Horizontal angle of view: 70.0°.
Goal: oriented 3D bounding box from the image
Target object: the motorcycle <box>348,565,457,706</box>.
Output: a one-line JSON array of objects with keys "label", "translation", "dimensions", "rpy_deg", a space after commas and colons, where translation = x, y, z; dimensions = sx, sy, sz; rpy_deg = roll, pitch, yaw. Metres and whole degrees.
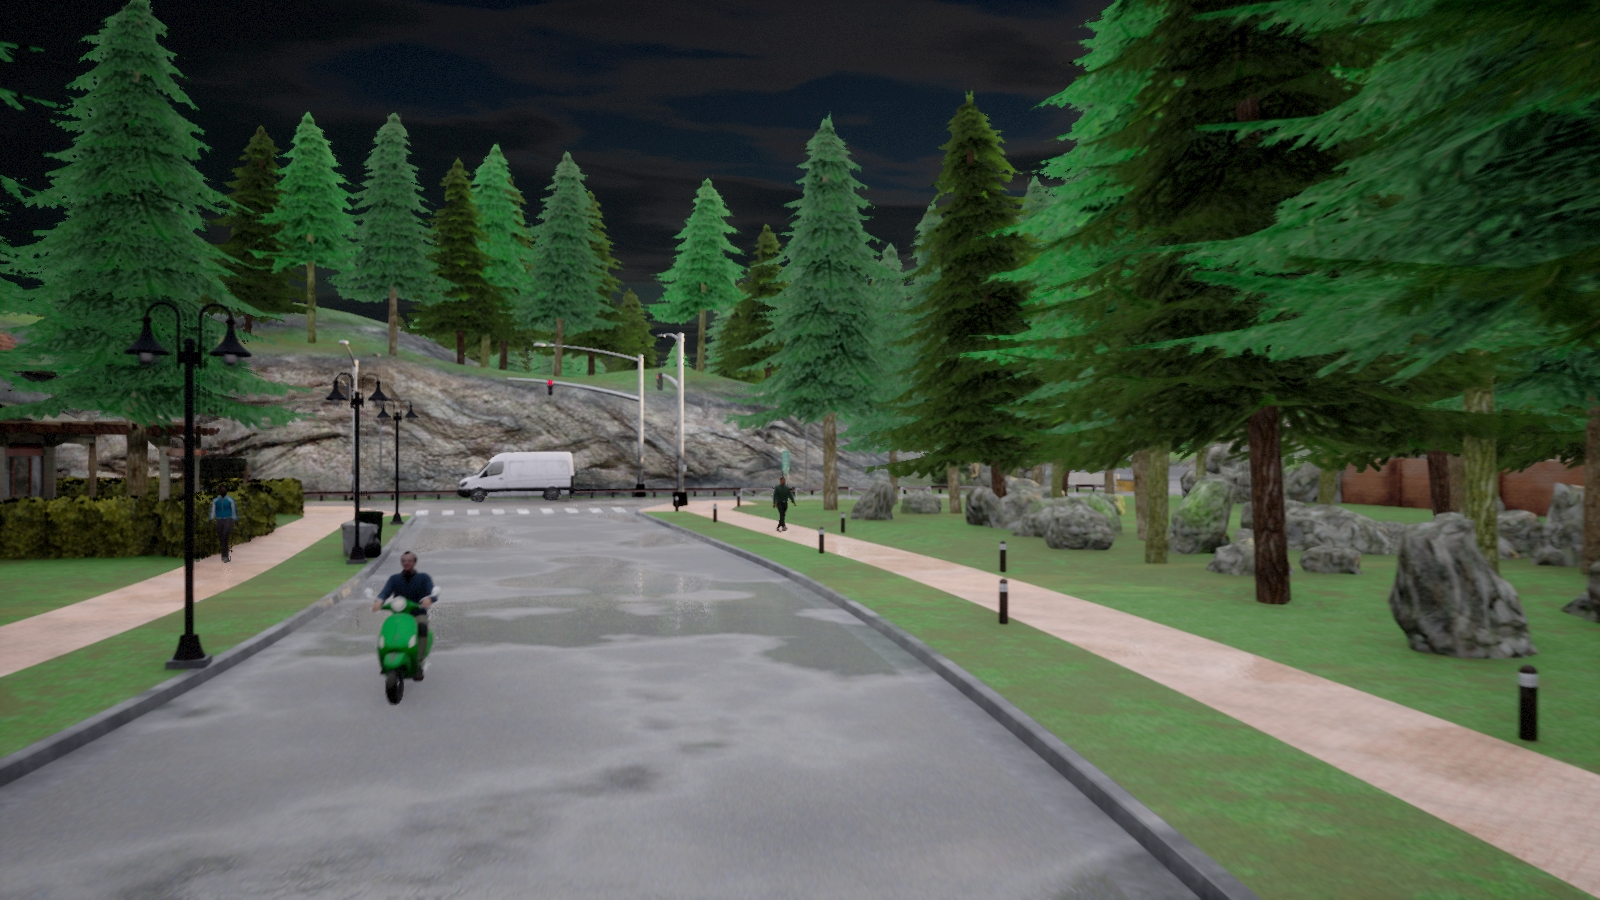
[{"label": "motorcycle", "translation": [-4.575, 2.099, 13.294], "dimensions": [0.856, 1.334, 1.805], "rpy_deg": [0, 0, -8]}]

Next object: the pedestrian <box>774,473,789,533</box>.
[{"label": "pedestrian", "translation": [-0.581, 1.666, 36.145], "dimensions": [0.375, 1.860, 0.375], "rpy_deg": [0, 0, -22]}]

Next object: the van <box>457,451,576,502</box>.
[{"label": "van", "translation": [-14.735, 1.346, 59.452], "dimensions": [5.915, 2.561, 1.988], "rpy_deg": [0, 1, -16]}]

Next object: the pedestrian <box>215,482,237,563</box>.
[{"label": "pedestrian", "translation": [-13.252, 1.665, 26.379], "dimensions": [0.375, 1.860, 0.375], "rpy_deg": [0, 0, -9]}]
